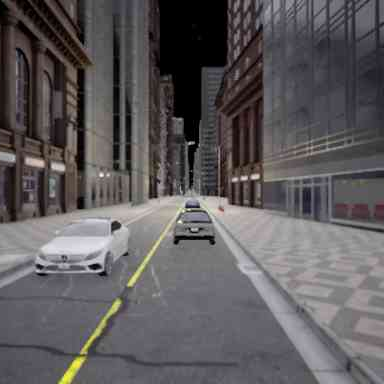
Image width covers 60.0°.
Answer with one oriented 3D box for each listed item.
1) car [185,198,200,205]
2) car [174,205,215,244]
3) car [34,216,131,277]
[{"bbox_3d":[0.094,1.581,46.583,1.994,1.385,4.181,0,0,0],"label":"car"},{"bbox_3d":[0.099,1.554,15.899,2.033,1.411,5.357,0,0,0],"label":"car"},{"bbox_3d":[-3.090,1.530,10.362,1.812,1.442,4.674,0,0,0],"label":"car"}]
